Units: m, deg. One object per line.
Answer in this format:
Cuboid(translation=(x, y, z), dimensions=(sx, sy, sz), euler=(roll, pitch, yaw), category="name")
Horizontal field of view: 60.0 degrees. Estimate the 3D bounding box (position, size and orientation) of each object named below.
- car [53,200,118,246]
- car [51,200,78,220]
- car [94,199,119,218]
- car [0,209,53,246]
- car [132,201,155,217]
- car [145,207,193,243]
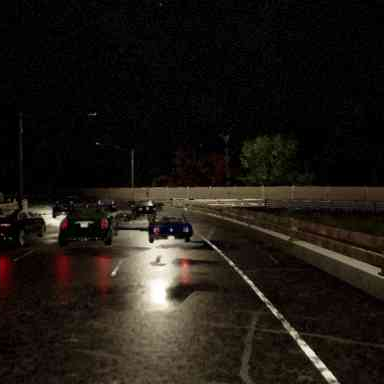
Cuboid(translation=(-4.639, 1.364, 15.487), dimensions=(2.097, 1.767, 4.553), euler=(0, 0, -8), category="car")
Cuboid(translation=(-11.359, 1.514, 29.900), dimensions=(1.837, 1.490, 4.892), euler=(0, 0, -16), category="car")
Cuboid(translation=(-8.002, 1.493, 30.888), dimensions=(2.128, 1.511, 4.902), euler=(0, 0, -16), category="car")
Cuboid(translation=(-8.107, 1.493, 15.015), dimensions=(2.128, 1.511, 4.902), euler=(0, 0, -8), category="car")
Cuboid(translation=(-4.644, 1.561, 31.876), dimensions=(2.033, 1.411, 5.357), euler=(0, 0, -16), category="car")
Cuboid(translation=(-1.184, 1.614, 16.048), dimensions=(1.895, 1.301, 4.718), euler=(0, 0, -8), category="car")
